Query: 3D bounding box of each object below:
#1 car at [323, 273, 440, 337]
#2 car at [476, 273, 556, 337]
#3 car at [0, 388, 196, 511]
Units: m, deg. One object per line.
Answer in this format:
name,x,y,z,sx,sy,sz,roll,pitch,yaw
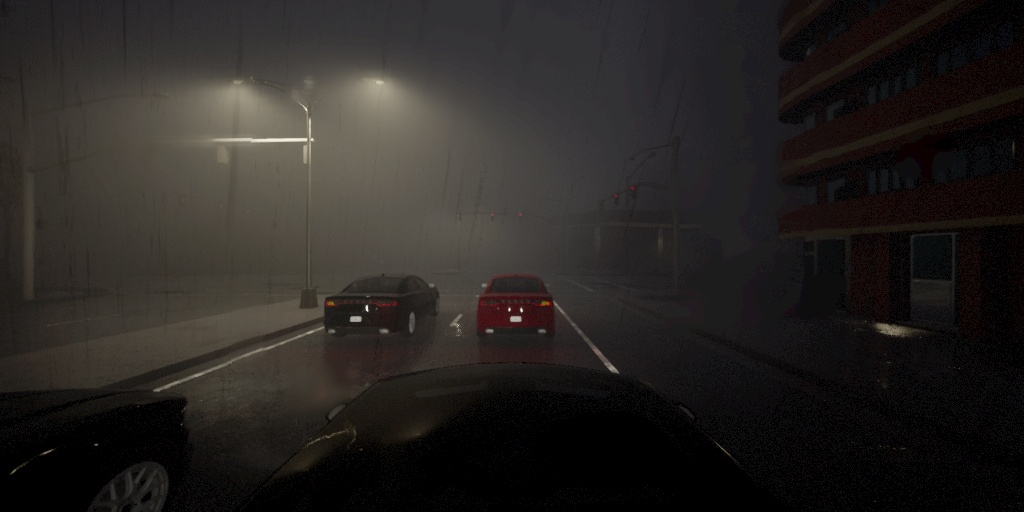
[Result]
car,-3.397,1.224,10.290,1.882,1.535,5.008,0,0,0
car,0.108,1.224,10.305,1.882,1.535,5.008,0,0,1
car,-3.408,1.228,0.716,1.882,1.535,5.008,0,0,0
